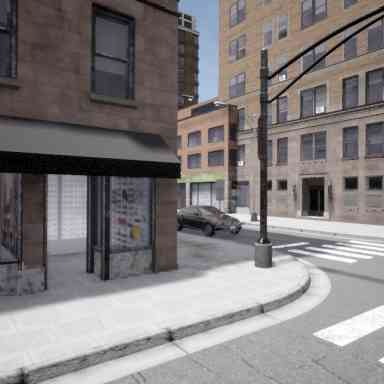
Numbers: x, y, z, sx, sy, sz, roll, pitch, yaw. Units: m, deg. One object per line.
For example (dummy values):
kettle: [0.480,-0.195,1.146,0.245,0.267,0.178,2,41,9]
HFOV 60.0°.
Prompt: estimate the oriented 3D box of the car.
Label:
car: [0.651,1.445,17.944,1.812,1.442,4.674,0,0,-34]
